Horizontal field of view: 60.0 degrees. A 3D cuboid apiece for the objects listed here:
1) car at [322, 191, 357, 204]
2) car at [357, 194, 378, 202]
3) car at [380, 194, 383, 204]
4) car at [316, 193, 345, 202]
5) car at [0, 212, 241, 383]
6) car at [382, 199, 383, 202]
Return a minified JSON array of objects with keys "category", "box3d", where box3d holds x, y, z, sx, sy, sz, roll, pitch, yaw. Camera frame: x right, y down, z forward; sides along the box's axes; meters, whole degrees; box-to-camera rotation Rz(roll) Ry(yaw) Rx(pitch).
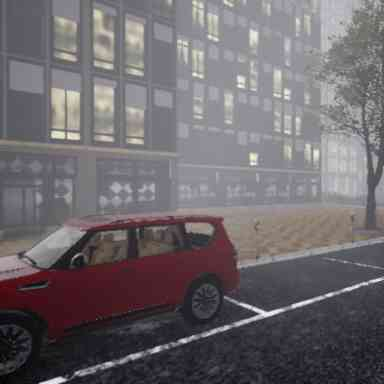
[{"category":"car","box3d":[20.240,0.815,47.604,2.192,1.841,5.009,1,0,-36]},{"category":"car","box3d":[26.999,1.034,52.552,1.947,1.339,4.313,1,0,-36]},{"category":"car","box3d":[30.281,1.095,48.205,1.752,1.417,4.829,1,0,-36]},{"category":"car","box3d":[23.685,0.946,57.091,1.802,1.307,4.206,1,0,-36]},{"category":"car","box3d":[-1.409,1.314,5.556,5.009,1.841,2.192,0,0,-35]},{"category":"car","box3d":[27.455,1.131,42.253,1.882,1.535,5.008,0,1,-36]}]
